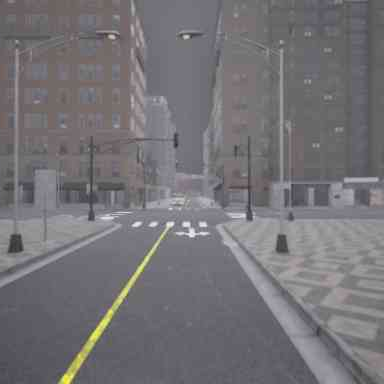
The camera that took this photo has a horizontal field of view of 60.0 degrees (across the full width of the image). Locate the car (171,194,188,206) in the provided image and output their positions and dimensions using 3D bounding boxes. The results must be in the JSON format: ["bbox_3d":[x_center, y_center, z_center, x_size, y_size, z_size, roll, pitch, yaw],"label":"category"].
[{"bbox_3d":[-2.282,1.325,55.146,2.150,2.045,5.566,0,2,0],"label":"car"}]

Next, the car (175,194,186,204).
[{"bbox_3d":[-2.243,1.381,66.543,2.097,1.767,4.553,0,0,0],"label":"car"}]
